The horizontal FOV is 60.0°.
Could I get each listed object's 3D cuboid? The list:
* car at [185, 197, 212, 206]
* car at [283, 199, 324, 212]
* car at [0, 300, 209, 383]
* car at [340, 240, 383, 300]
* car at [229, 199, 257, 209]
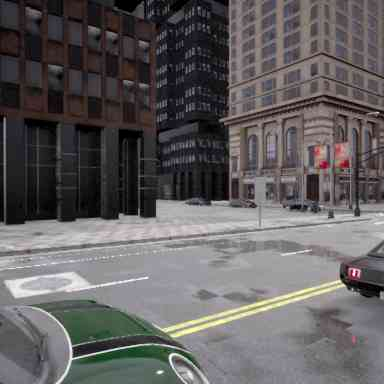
[{"bbox_3d":[0.986,1.597,54.809,2.033,1.411,5.357,0,0,-36],"label":"car"},{"bbox_3d":[12.717,1.517,38.213,2.128,1.511,4.902,0,0,-35],"label":"car"},{"bbox_3d":[-1.997,1.352,2.014,4.553,1.767,2.097,0,0,-35],"label":"car"},{"bbox_3d":[5.347,1.601,7.255,4.718,1.301,1.895,0,0,-35],"label":"car"},{"bbox_3d":[7.050,1.600,46.215,1.994,1.385,4.181,0,0,-36],"label":"car"}]
